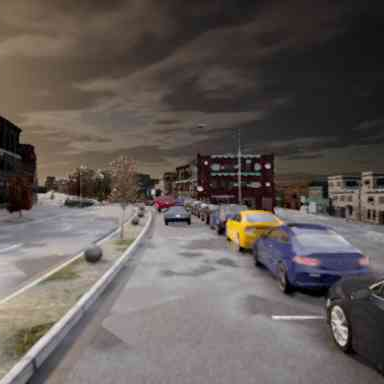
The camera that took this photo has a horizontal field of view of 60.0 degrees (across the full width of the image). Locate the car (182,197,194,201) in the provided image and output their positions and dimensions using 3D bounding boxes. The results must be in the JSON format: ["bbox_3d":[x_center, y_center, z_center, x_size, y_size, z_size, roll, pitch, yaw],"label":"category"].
[{"bbox_3d":[0.556,1.653,36.438,2.231,1.521,4.892,0,0,-7],"label":"car"}]

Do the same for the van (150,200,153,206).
[{"bbox_3d":[-7.556,2.236,74.595,1.878,1.987,4.442,0,-2,-15],"label":"van"}]

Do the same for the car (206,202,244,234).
[{"bbox_3d":[2.311,1.440,19.865,2.185,1.767,4.553,0,0,-4],"label":"car"}]

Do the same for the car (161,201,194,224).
[{"bbox_3d":[-1.191,1.678,25.665,1.994,1.385,4.181,0,0,-5],"label":"car"}]

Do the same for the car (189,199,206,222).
[{"bbox_3d":[1.240,1.662,31.060,2.002,1.452,4.674,0,0,-6],"label":"car"}]

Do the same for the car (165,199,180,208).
[{"bbox_3d":[-3.430,2.019,58.360,2.002,1.452,4.674,0,-1,-12],"label":"car"}]

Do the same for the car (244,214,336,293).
[{"bbox_3d":[2.884,1.549,8.807,2.002,1.452,4.674,0,0,-1],"label":"car"}]

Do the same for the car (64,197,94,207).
[{"bbox_3d":[-22.035,2.008,65.080,5.566,2.045,2.435,0,-2,-15],"label":"car"}]

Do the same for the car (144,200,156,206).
[{"bbox_3d":[-10.789,2.846,85.045,2.097,1.535,5.008,0,-2,-18],"label":"car"}]

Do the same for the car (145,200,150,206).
[{"bbox_3d":[-9.108,2.684,79.818,2.163,1.488,4.792,0,-2,-16],"label":"car"}]

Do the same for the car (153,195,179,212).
[{"bbox_3d":[-3.425,1.455,42.910,2.150,2.045,5.566,0,-1,-9],"label":"car"}]

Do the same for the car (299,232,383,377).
[{"bbox_3d":[2.992,1.487,3.260,2.231,1.521,4.892,0,0,0],"label":"car"}]

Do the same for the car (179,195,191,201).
[{"bbox_3d":[-1.215,1.521,47.546,2.435,2.045,5.566,0,-1,-10],"label":"car"}]

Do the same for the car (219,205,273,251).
[{"bbox_3d":[2.656,1.537,14.351,2.097,1.535,5.008,0,0,-2],"label":"car"}]

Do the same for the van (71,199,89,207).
[{"bbox_3d":[-29.769,2.907,88.515,4.442,1.987,1.878,0,-2,-20],"label":"van"}]

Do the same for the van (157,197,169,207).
[{"bbox_3d":[-6.076,2.054,69.261,1.878,1.987,4.442,0,-2,-14],"label":"van"}]
